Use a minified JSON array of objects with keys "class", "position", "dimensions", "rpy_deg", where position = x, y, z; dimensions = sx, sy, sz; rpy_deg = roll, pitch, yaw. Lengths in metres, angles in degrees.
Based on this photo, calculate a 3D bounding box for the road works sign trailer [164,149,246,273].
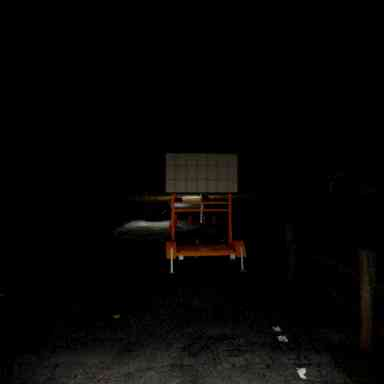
[{"class":"road works sign trailer","position":[0.291,0.456,10.682],"dimensions":[2.380,3.560,2.880],"rpy_deg":[0,0,-6]}]

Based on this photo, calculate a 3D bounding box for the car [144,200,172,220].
[{"class":"car","position":[-2.804,1.445,27.594],"dimensions":[1.882,1.535,5.008],"rpy_deg":[0,0,0]}]

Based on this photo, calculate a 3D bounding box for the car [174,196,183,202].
[{"class":"car","position":[-2.653,1.420,59.400],"dimensions":[1.895,1.301,4.718],"rpy_deg":[0,1,0]}]
